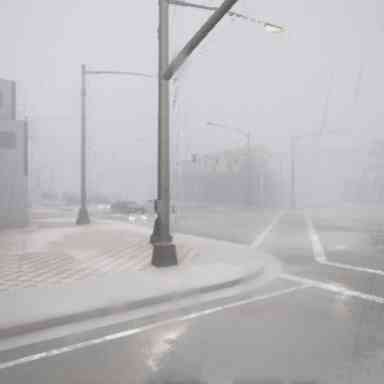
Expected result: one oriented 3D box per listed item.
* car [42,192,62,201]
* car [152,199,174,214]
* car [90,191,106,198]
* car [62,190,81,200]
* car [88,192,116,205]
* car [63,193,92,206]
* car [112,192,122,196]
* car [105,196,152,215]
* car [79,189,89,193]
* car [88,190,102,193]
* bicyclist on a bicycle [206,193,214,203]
[{"bbox_3d":[-25.130,0.708,58.875,1.882,1.535,5.008,0,1,-35],"label":"car"},{"bbox_3d":[-3.719,1.451,35.216,1.812,1.442,4.674,0,1,-36],"label":"car"},{"bbox_3d":[-22.394,0.586,79.018,2.128,1.511,4.902,0,-1,-36],"label":"car"},{"bbox_3d":[-22.757,0.702,61.598,1.882,1.535,5.008,0,1,-35],"label":"car"},{"bbox_3d":[-13.257,1.157,48.375,1.994,1.385,4.181,0,2,-36],"label":"car"},{"bbox_3d":[-15.910,1.200,46.065,1.895,1.301,4.718,0,2,-36],"label":"car"},{"bbox_3d":[-16.515,0.749,70.911,1.994,1.385,4.181,0,0,-36],"label":"car"},{"bbox_3d":[-6.399,1.477,32.932,2.033,1.411,5.357,0,1,-36],"label":"car"},{"bbox_3d":[-25.248,0.283,76.991,2.150,2.045,5.566,0,-1,-36],"label":"car"},{"bbox_3d":[-19.349,0.717,68.857,1.812,1.442,4.674,0,0,-36],"label":"car"},{"bbox_3d":[2.956,1.040,54.092,1.656,1.620,0.582,0,1,-36],"label":"bicyclist on a bicycle"}]
